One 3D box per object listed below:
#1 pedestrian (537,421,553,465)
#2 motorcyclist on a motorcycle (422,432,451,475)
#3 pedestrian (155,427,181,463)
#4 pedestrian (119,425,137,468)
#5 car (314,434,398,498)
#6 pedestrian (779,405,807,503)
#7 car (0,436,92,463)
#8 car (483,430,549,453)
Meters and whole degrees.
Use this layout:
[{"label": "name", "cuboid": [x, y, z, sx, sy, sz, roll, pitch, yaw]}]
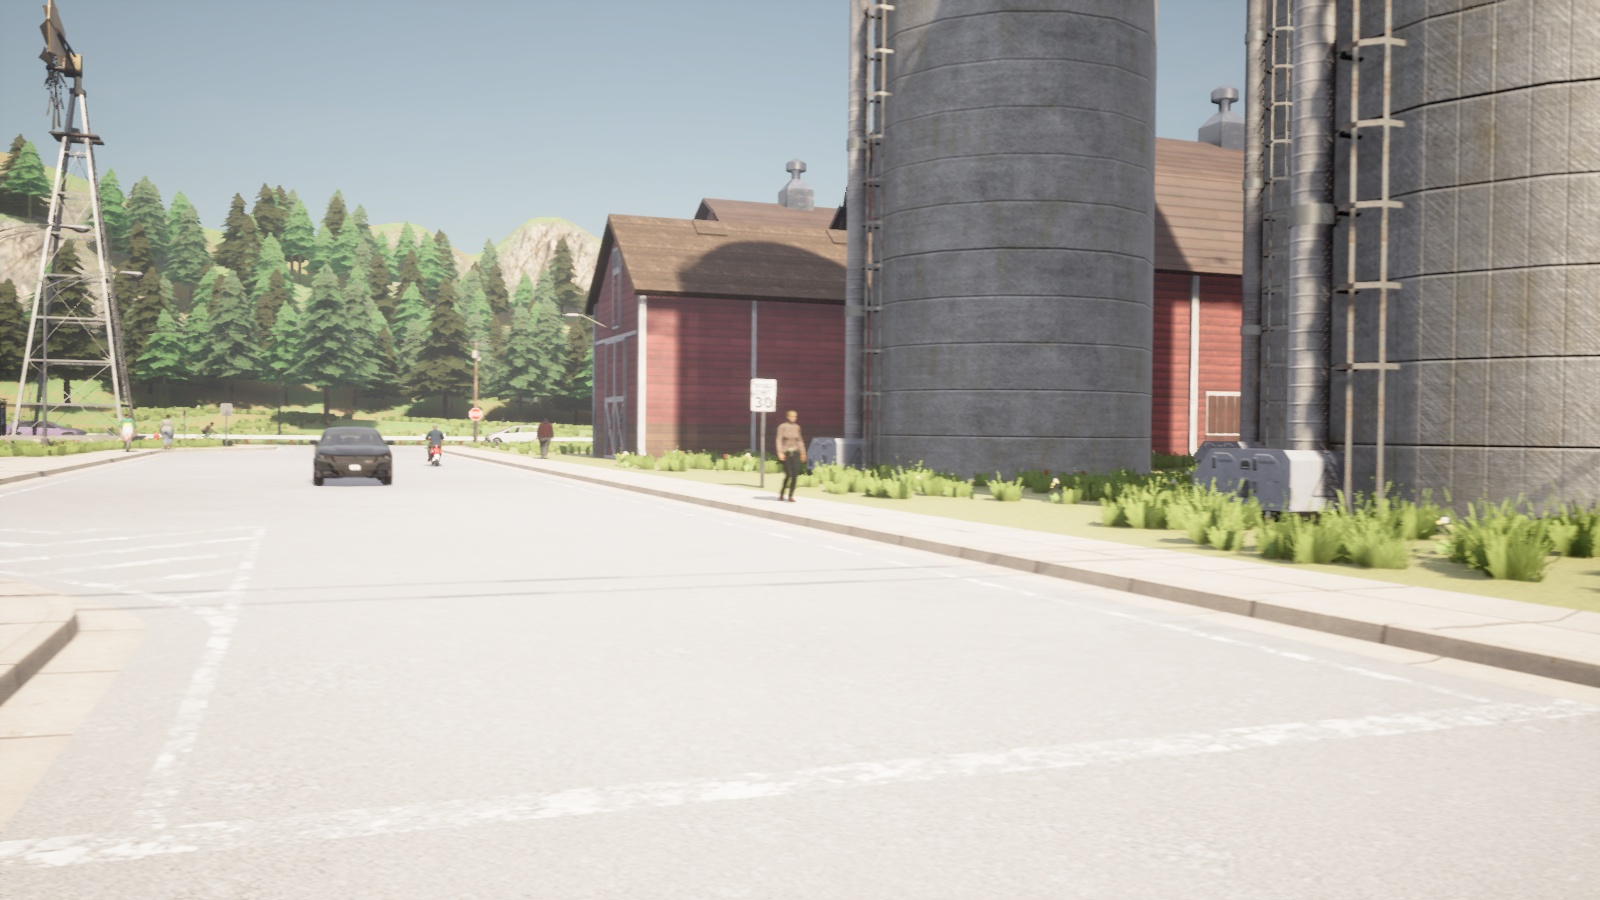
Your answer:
[{"label": "pedestrian", "cuboid": [-10.973, -0.308, 54.036, 0.634, 1.844, 0.899, -1, 1, -11]}, {"label": "motorcyclist on a motorcycle", "cuboid": [-13.898, 0.122, 47.936, 0.866, 1.590, 1.817, -1, 1, -22]}, {"label": "pedestrian", "cuboid": [-32.693, -0.251, 65.007, 0.874, 1.855, 0.900, -1, 1, -3]}, {"label": "pedestrian", "cuboid": [-31.195, -0.158, 58.306, 0.659, 1.952, 0.873, -1, 1, -23]}, {"label": "car", "cuboid": [-11.785, 0.364, 33.117, 1.882, 1.535, 5.008, -1, 1, -22]}, {"label": "pedestrian", "cuboid": [-0.131, 0.066, 23.904, 0.331, 1.846, 0.634, -1, 1, -18]}, {"label": "car", "cuboid": [-48.917, -0.069, 81.503, 4.856, 1.649, 2.033, -1, 1, -21]}, {"label": "car", "cuboid": [-21.616, -0.678, 95.510, 4.611, 1.667, 2.242, -1, 1, -20]}]
